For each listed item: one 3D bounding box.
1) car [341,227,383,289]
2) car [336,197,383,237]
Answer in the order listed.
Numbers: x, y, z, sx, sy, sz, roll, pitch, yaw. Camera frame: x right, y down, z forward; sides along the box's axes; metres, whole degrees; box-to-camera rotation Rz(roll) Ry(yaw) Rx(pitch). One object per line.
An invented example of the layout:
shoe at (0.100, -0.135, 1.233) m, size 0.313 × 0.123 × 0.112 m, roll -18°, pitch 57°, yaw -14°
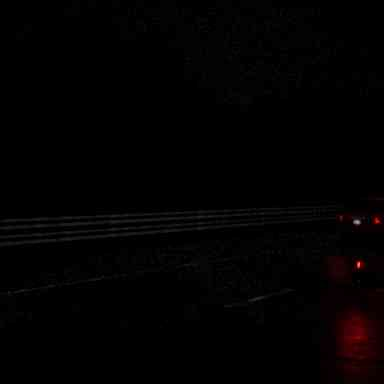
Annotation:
car at (5.807, 1.600, 7.891) m, size 4.718 × 1.301 × 1.895 m, roll 0°, pitch 0°, yaw -35°
car at (8.414, 1.222, 14.061) m, size 5.566 × 2.045 × 2.150 m, roll 0°, pitch 0°, yaw -35°
